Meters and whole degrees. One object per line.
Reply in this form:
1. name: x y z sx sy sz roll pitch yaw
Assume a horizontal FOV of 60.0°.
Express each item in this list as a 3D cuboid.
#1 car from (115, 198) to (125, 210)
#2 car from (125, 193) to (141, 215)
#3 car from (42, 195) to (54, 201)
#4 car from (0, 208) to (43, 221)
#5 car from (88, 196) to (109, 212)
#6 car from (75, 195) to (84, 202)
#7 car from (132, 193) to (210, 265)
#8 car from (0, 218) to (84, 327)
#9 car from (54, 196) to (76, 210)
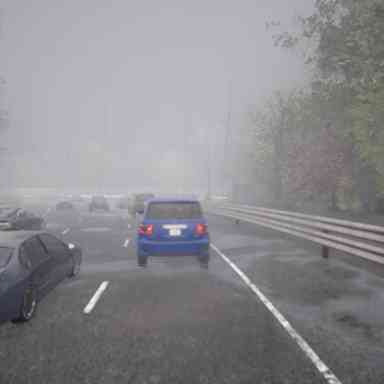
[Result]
1. car: -8.318 1.445 41.306 1.994 1.385 4.181 0 0 -22
2. car: -4.476 1.129 29.986 2.150 2.045 5.566 0 0 -16
3. car: -34.942 1.386 80.916 4.181 1.385 1.994 0 0 44
4. car: -8.268 1.466 15.299 2.128 1.511 4.902 0 0 -8
5. car: -10.781 1.253 38.052 2.097 1.767 4.553 0 0 -20
6. car: -23.793 1.391 68.488 1.994 1.385 4.181 0 0 -38
7. car: -0.742 1.181 11.700 2.150 2.045 5.566 0 0 -6
8. car: -3.780 1.535 6.978 2.033 1.411 5.357 0 0 -5
9. car: -15.681 1.434 40.888 1.812 1.442 4.674 0 0 -23
